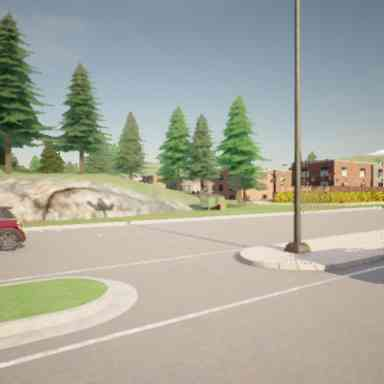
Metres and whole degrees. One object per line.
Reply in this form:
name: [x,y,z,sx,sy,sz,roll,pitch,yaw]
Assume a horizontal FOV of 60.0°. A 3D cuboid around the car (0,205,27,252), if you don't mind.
car: [-8.687,1.322,12.268,4.553,1.767,2.097,0,0,-32]
